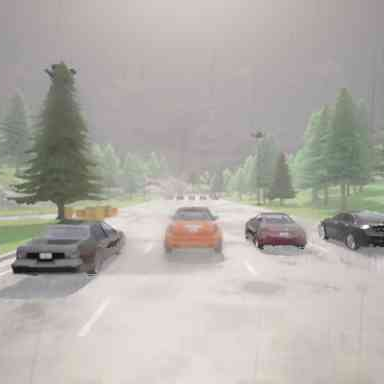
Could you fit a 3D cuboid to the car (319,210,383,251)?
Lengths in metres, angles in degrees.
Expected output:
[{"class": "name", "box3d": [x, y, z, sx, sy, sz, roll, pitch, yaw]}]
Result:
[{"class": "car", "box3d": [7.062, 1.539, 14.239, 1.837, 1.490, 4.892, 0, 0, 0]}]

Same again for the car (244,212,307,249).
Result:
[{"class": "car", "box3d": [3.566, 1.597, 14.820, 1.994, 1.385, 4.181, 0, 0, 0]}]

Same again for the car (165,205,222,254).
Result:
[{"class": "car", "box3d": [0.061, 1.382, 13.883, 2.097, 1.767, 4.553, 0, 0, 0]}]

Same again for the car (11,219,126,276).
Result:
[{"class": "car", "box3d": [-3.463, 1.571, 10.439, 2.033, 1.411, 5.357, 0, 0, 1]}]
